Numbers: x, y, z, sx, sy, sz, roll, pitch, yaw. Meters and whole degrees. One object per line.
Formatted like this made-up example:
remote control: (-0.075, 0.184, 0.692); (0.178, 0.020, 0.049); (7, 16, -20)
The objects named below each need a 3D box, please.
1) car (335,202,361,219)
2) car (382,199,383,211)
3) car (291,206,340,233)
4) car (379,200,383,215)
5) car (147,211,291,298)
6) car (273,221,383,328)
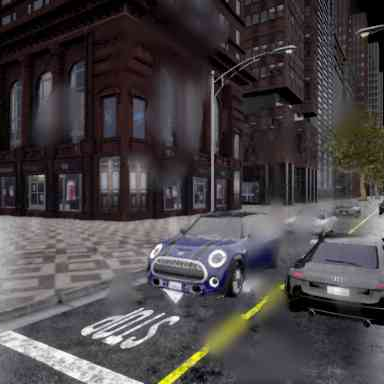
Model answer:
car: (13.709, 1.585, 29.375); (1.994, 1.385, 4.181); (0, 0, 32)
car: (25.459, 1.597, 42.377); (2.033, 1.411, 5.357); (0, 0, 32)
car: (6.256, 1.611, 17.465); (1.895, 1.301, 4.718); (0, 0, 32)
car: (19.991, 1.535, 33.516); (1.837, 1.490, 4.892); (0, 0, 32)
car: (0.844, 1.353, 8.797); (2.097, 1.767, 4.553); (0, 0, 32)
car: (3.416, 1.569, 7.058); (1.994, 1.385, 4.181); (0, 0, 32)
